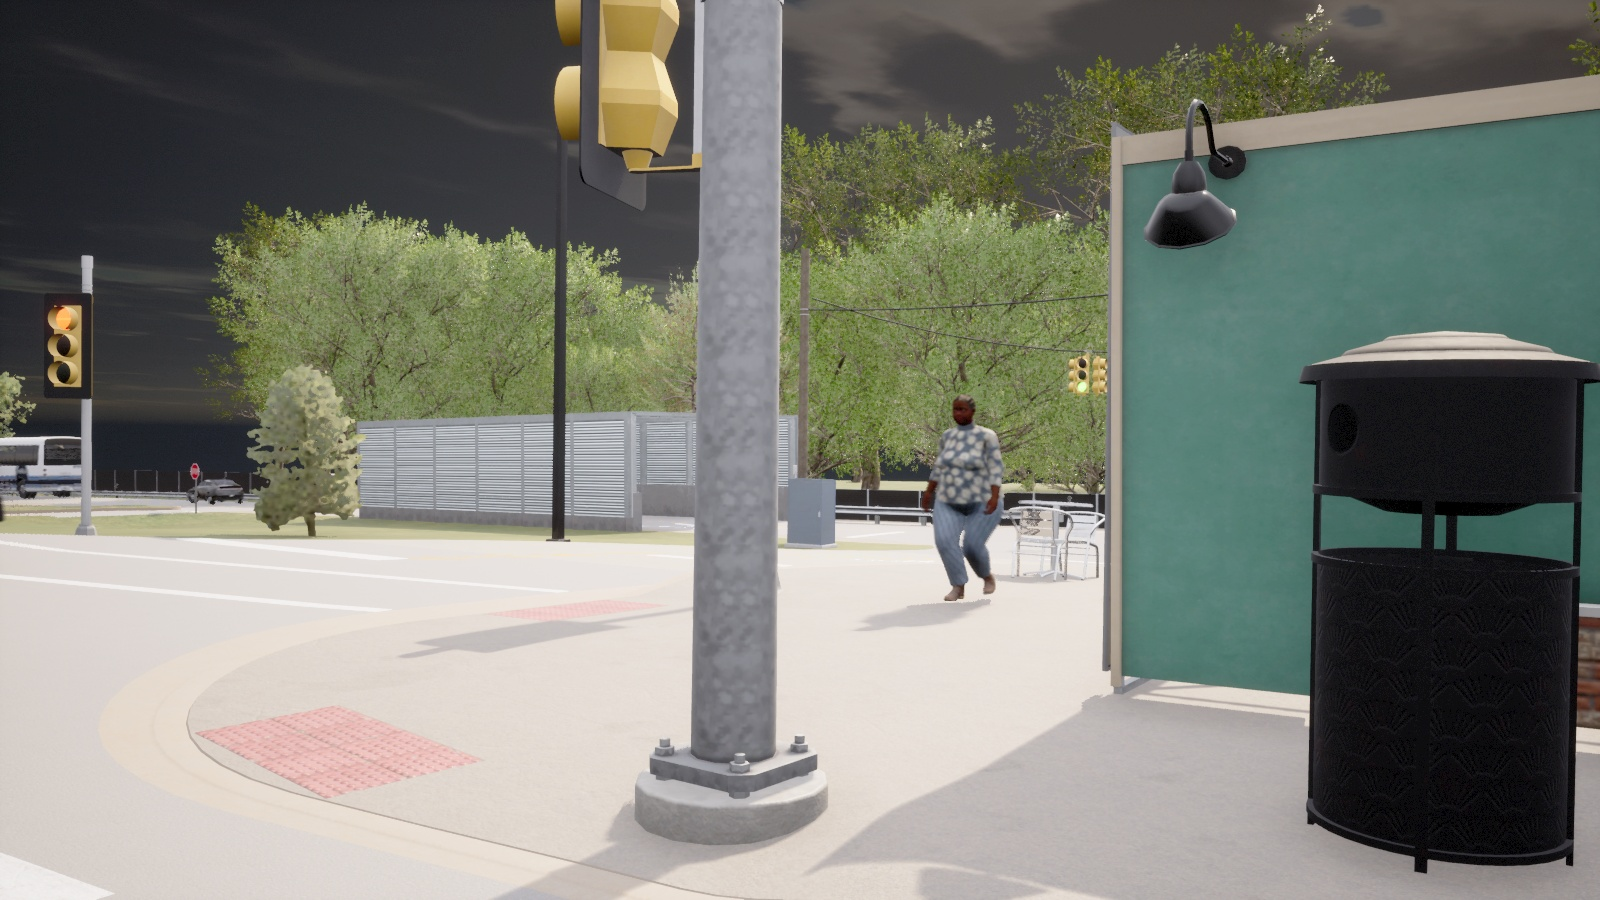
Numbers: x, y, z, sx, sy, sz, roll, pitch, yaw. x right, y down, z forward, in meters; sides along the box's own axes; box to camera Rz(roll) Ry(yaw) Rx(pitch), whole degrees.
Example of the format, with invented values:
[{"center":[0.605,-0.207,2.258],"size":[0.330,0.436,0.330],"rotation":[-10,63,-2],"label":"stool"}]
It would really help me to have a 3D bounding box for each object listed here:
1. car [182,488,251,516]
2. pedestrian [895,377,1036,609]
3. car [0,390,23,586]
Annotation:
[{"center":[-35.337,3.113,76.013],"size":[4.902,1.511,2.128],"rotation":[-1,0,44],"label":"car"},{"center":[1.414,0.334,10.657],"size":[0.874,1.855,0.900],"rotation":[0,1,34],"label":"pedestrian"},{"center":[-9.572,0.419,10.687],"size":[1.932,1.855,4.605],"rotation":[0,2,34],"label":"car"}]
